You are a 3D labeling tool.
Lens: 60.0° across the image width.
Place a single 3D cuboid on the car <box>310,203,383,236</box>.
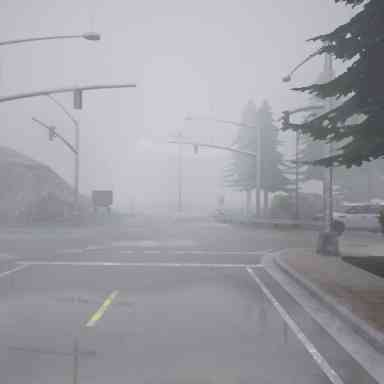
[{"bbox_3d":[10.533,1.705,21.260,5.566,2.045,2.150,0,-1,0],"label":"car"}]
